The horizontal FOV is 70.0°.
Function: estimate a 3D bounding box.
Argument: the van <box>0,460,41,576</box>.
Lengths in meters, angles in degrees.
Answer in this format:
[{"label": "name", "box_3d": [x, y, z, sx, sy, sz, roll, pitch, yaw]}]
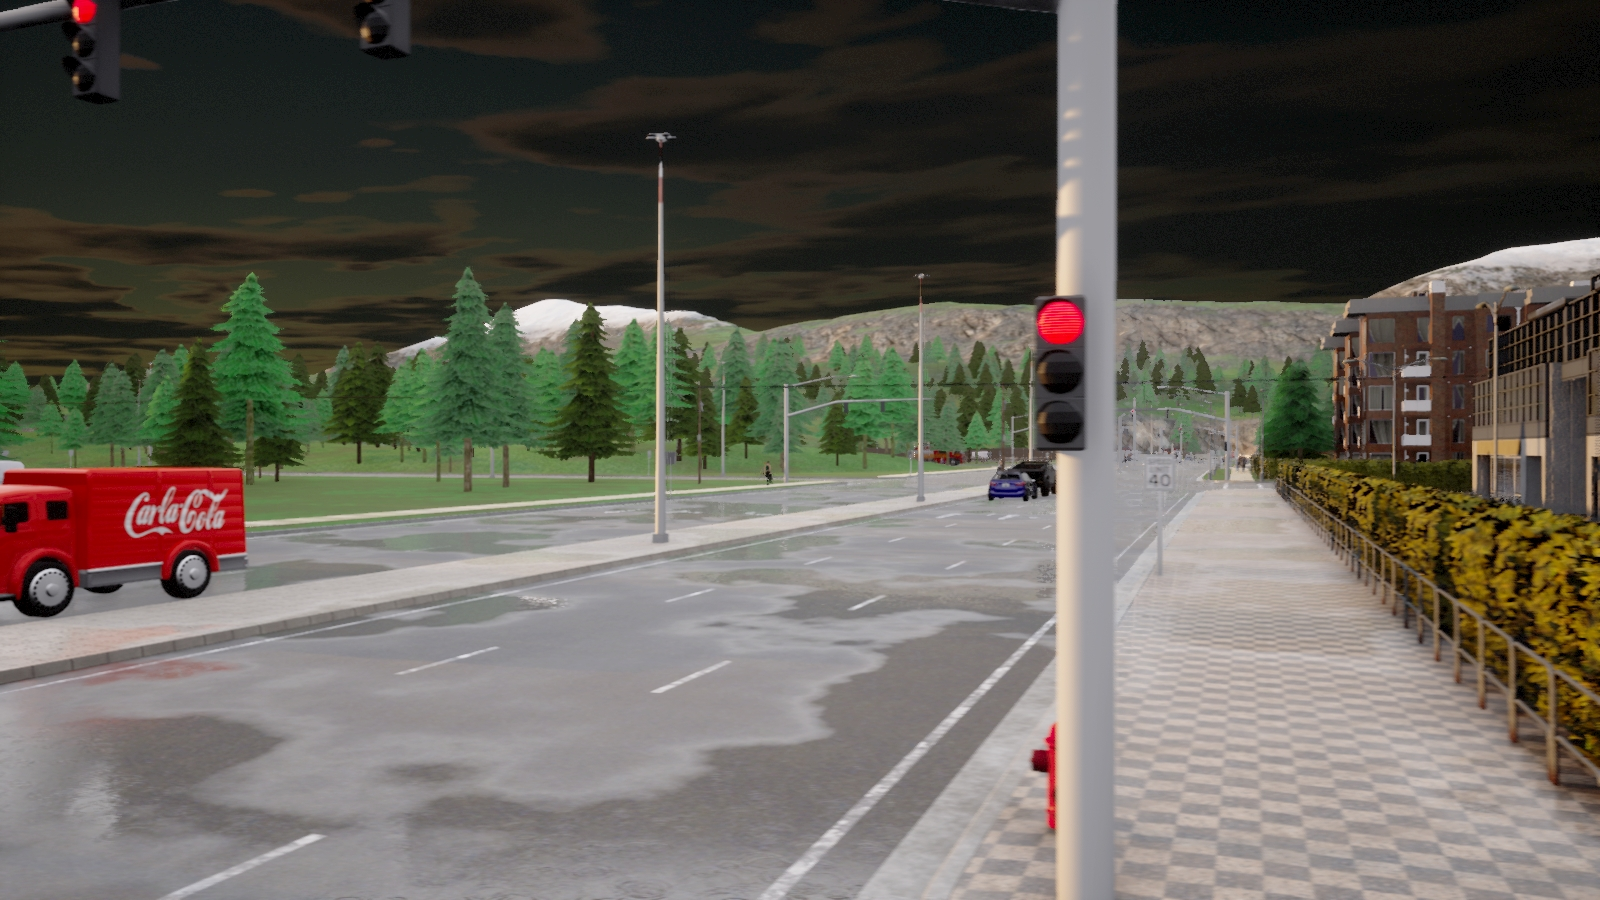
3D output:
[{"label": "van", "box_3d": [-19.344, 1.518, 23.746, 1.988, 2.561, 5.915, 0, 0, 20]}]

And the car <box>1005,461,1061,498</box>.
[{"label": "car", "box_3d": [14.465, 1.746, 70.576, 2.390, 2.098, 6.274, 0, 0, 21]}]

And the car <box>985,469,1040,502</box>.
[{"label": "car", "box_3d": [11.952, 1.960, 63.983, 2.242, 1.667, 4.611, 0, 0, 21]}]

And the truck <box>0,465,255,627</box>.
[{"label": "truck", "box_3d": [-12.982, 1.556, 20.770, 2.627, 2.467, 5.204, 0, 0, 20]}]
